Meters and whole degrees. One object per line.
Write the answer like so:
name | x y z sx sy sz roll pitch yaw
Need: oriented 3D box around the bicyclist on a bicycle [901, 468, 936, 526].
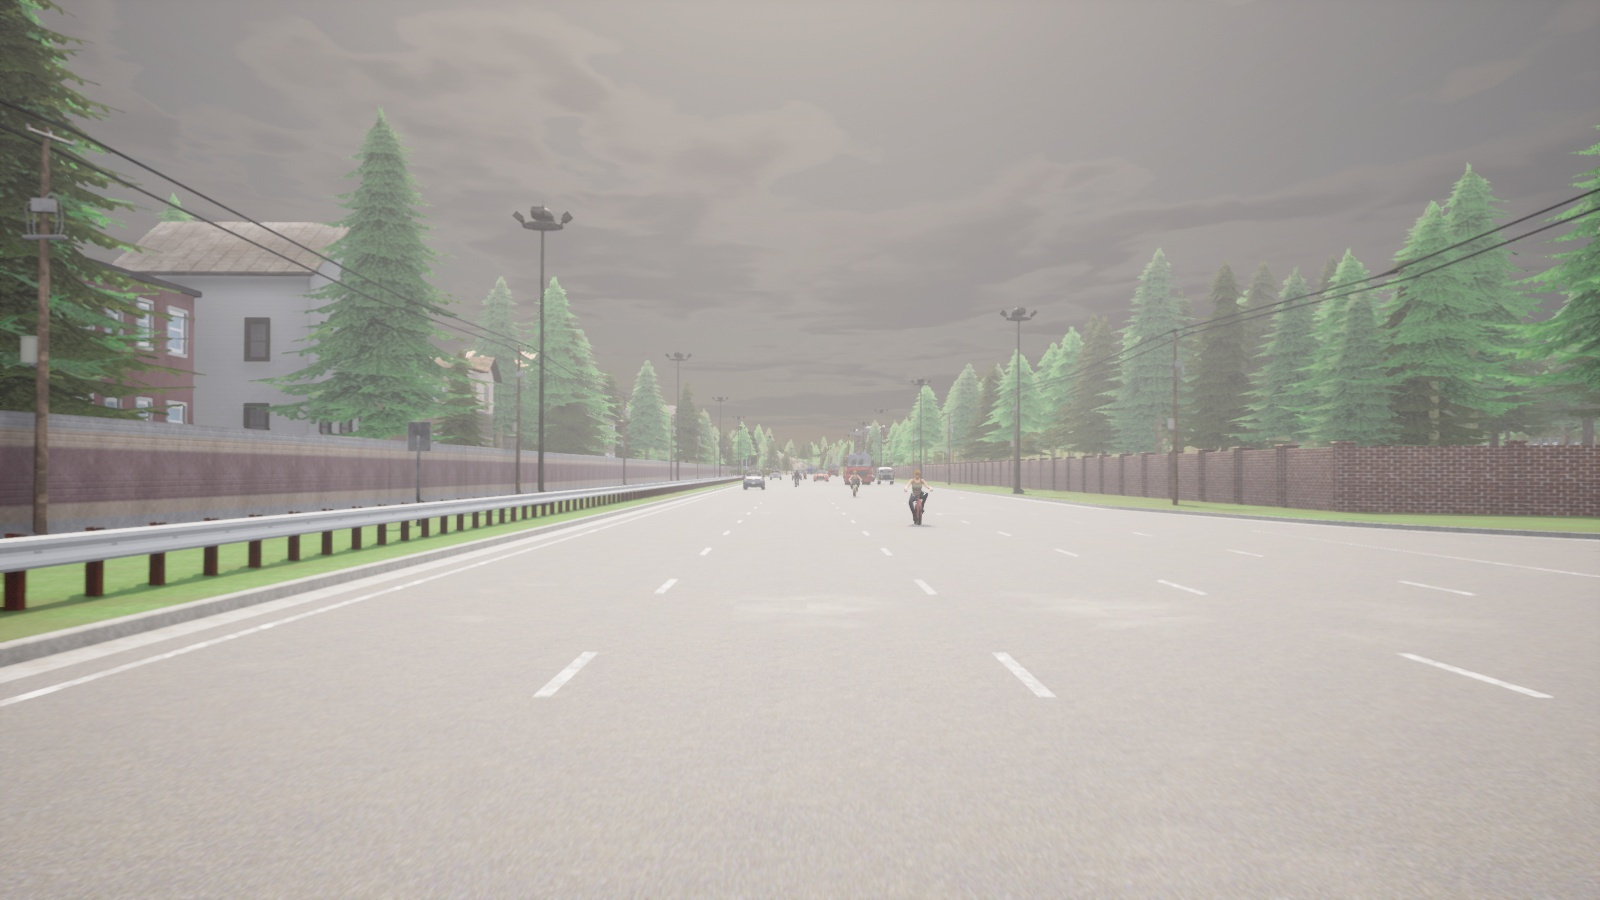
bicyclist on a bicycle | 3.407 1.342 36.231 0.866 1.612 1.509 0 -1 0
